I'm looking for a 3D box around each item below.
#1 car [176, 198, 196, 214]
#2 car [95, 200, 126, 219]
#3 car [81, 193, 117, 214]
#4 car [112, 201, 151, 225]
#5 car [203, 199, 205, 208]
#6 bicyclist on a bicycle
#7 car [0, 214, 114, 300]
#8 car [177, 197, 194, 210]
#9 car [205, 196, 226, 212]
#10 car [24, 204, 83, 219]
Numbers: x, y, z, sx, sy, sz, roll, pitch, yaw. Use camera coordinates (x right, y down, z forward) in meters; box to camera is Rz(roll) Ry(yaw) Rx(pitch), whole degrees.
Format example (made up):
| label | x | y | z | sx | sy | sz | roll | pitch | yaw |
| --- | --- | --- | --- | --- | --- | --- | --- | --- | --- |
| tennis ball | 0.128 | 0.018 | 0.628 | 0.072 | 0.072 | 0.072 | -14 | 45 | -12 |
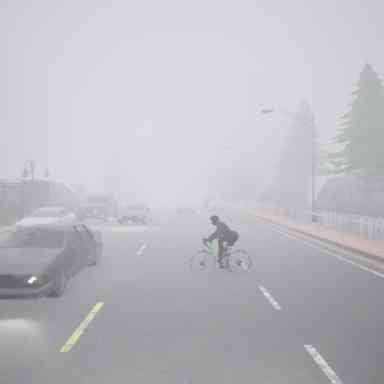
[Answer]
| label | x | y | z | sx | sy | sz | roll | pitch | yaw |
| --- | --- | --- | --- | --- | --- | --- | --- | --- | --- |
| car | -0.599 | 1.526 | 35.514 | 1.812 | 1.442 | 4.674 | 0 | 0 | -1 |
| car | -7.641 | 1.560 | 31.488 | 1.812 | 1.442 | 4.674 | 0 | 1 | -1 |
| car | -7.486 | 1.160 | 26.756 | 2.150 | 2.045 | 5.566 | 0 | 3 | -1 |
| car | -4.025 | 1.548 | 24.049 | 2.033 | 1.411 | 5.357 | 0 | 0 | -1 |
| car | 2.639 | 1.352 | 48.370 | 2.097 | 1.767 | 4.553 | 0 | 0 | 0 |
| bicyclist on a bicycle | 0.778 | 1.452 | 8.984 | 1.656 | 1.620 | 0.582 | -1 | 0 | -1 |
| car | -3.731 | 1.548 | 8.746 | 2.033 | 1.411 | 5.357 | 0 | 0 | -1 |
| car | -0.833 | 1.491 | 44.769 | 2.128 | 1.511 | 4.902 | 0 | 0 | -1 |
| car | 2.842 | 1.526 | 39.390 | 1.812 | 1.442 | 4.674 | 0 | 0 | -1 |
| car | -7.390 | 1.526 | 17.190 | 1.812 | 1.442 | 4.674 | 0 | 0 | -1 |
